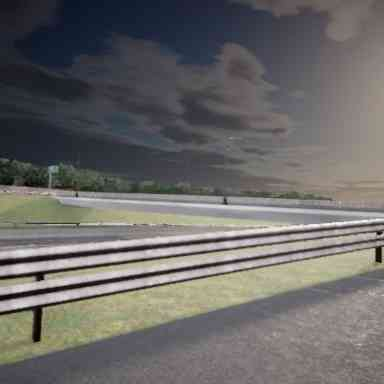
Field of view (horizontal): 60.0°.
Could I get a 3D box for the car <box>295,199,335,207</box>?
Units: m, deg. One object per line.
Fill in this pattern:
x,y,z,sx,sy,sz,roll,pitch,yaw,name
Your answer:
17.382,1.739,47.096,5.357,1.411,2.033,2,-2,28,car
